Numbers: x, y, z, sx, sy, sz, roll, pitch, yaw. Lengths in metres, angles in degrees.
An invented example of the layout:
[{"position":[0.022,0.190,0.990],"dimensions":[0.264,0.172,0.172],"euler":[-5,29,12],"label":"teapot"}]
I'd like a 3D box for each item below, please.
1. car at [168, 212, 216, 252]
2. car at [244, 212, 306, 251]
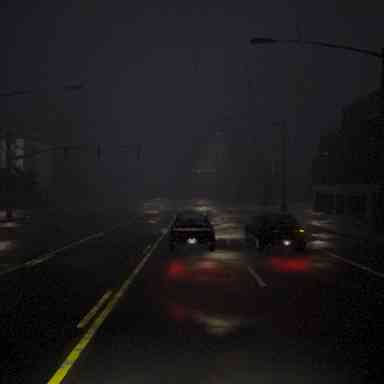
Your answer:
[{"position":[0.000,1.636,14.662],"dimensions":[2.128,1.511,4.902],"euler":[0,-1,0],"label":"car"},{"position":[3.500,1.657,14.662],"dimensions":[1.837,1.490,4.892],"euler":[0,-1,0],"label":"car"}]
